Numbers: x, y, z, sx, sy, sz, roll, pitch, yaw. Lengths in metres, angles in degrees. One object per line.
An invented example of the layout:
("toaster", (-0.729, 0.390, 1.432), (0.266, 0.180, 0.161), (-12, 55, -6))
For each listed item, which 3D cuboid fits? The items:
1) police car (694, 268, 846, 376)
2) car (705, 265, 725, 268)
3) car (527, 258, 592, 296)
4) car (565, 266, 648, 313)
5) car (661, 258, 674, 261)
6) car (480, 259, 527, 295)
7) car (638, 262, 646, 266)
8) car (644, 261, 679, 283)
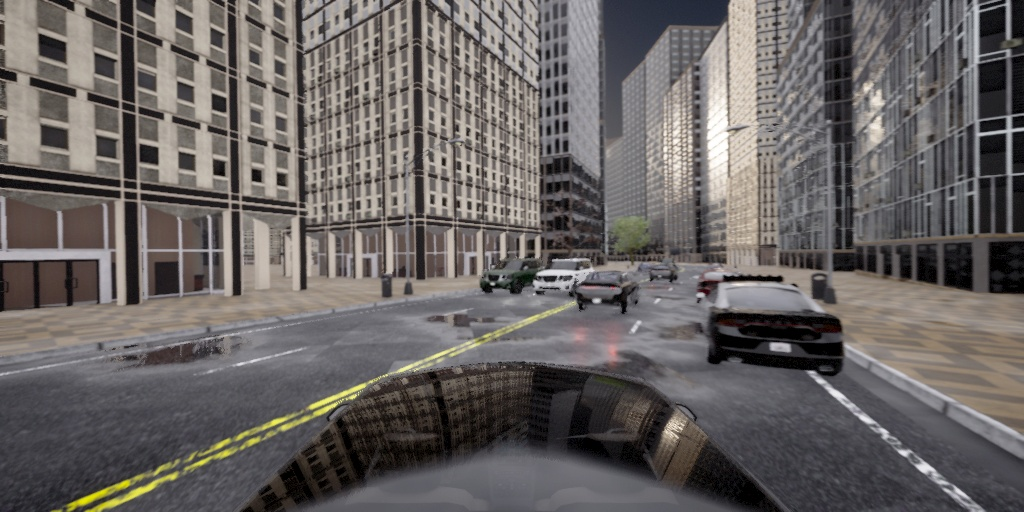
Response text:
("police car", (5.215, 1.216, 7.840), (1.930, 1.638, 5.238), (-1, -1, 25))
("car", (9.521, 1.341, 16.468), (1.882, 1.535, 5.008), (-1, -1, 28))
("car", (3.147, 1.150, 20.499), (2.150, 2.045, 5.566), (-1, -1, 28))
("car", (4.044, 1.359, 14.690), (2.128, 1.511, 4.902), (-1, -1, 26))
("car", (23.837, 1.397, 55.097), (2.150, 2.045, 5.566), (0, -1, 30))
("car", (0.226, 1.176, 21.930), (2.150, 2.045, 5.566), (-1, -1, 28))
("car", (21.215, 1.730, 57.083), (1.812, 1.442, 4.674), (-1, 0, 30))
("car", (13.390, 1.487, 31.501), (2.128, 1.511, 4.902), (-1, -1, 31))
